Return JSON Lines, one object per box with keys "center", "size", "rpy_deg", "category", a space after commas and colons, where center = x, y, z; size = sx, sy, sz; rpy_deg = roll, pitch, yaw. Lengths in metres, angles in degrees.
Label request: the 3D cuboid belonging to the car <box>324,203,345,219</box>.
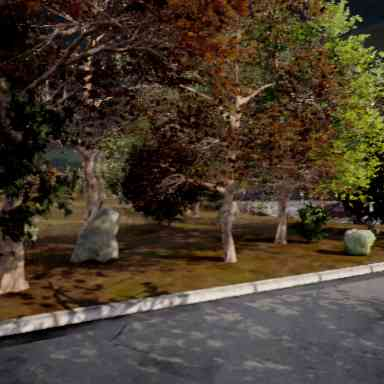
{"center": [12.544, 1.506, 26.665], "size": [1.812, 1.442, 4.674], "rpy_deg": [-2, 1, -33], "category": "car"}
